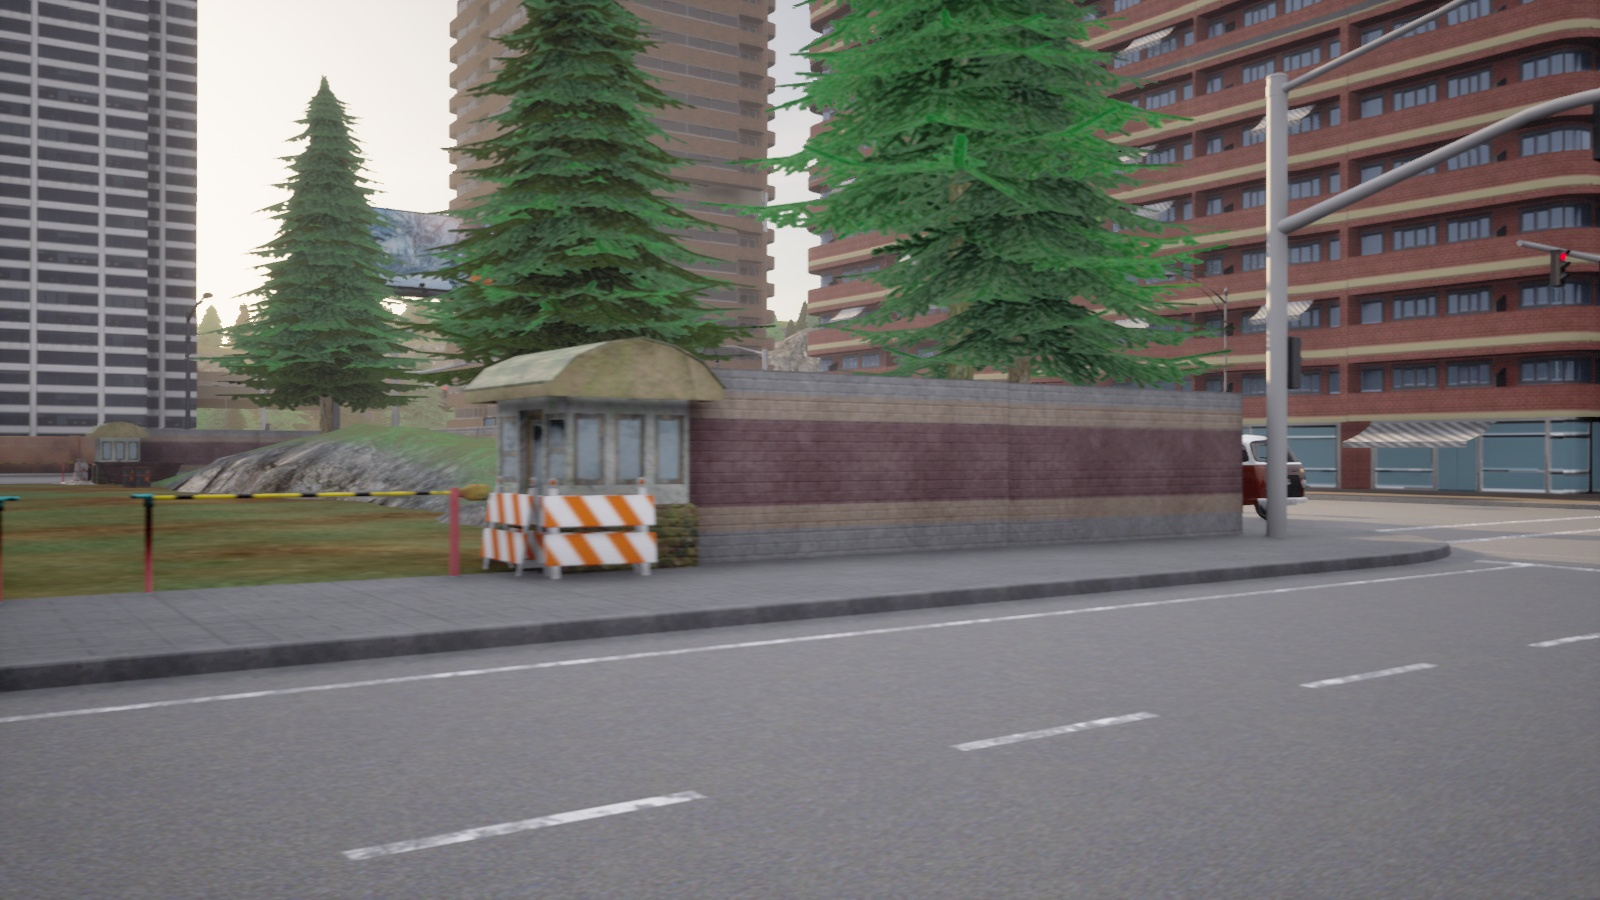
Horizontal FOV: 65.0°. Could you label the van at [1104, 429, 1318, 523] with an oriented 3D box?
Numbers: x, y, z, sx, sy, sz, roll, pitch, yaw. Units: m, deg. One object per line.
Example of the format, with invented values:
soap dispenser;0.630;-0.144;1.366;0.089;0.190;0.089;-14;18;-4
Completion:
van;9.669;0.576;29.875;2.069;2.038;4.480;0;0;-34
